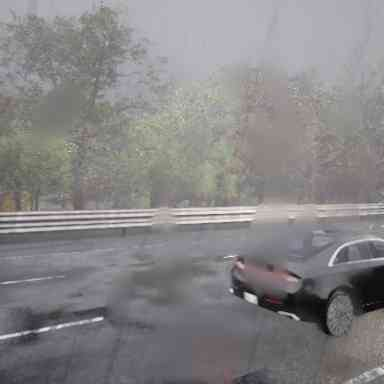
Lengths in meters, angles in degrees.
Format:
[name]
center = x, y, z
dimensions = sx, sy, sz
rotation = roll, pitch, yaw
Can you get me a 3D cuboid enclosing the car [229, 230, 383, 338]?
[car]
center = 3.034, 1.520, 6.636
dimensions = 4.902, 1.511, 2.128
rotation = 0, 0, -31
